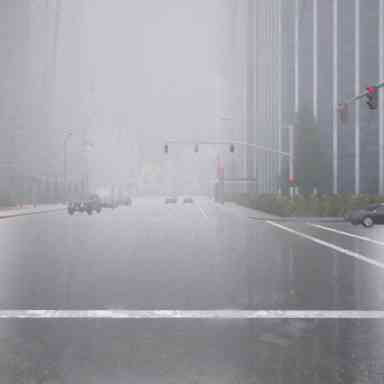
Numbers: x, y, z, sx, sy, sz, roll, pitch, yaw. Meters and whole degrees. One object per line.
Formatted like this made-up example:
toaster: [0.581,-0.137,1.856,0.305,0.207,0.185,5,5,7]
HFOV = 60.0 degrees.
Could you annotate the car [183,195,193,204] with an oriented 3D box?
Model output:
car: [-0.753,1.523,65.229,1.812,1.442,4.674,0,0,0]

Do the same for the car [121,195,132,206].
car: [-11.250,1.350,54.511,2.097,1.767,4.553,0,0,-1]

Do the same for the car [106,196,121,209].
car: [-11.176,1.562,44.305,1.994,1.385,4.181,0,0,-1]

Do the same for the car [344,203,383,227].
car: [12.630,1.504,21.969,4.892,1.490,1.837,0,0,0]

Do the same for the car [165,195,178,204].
car: [-4.133,1.523,64.230,1.812,1.442,4.674,0,0,0]

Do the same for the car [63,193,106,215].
car: [-11.090,1.220,34.775,2.150,2.045,5.566,0,0,-1]

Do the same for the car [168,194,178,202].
car: [-4.335,1.352,75.241,2.097,1.767,4.553,0,0,0]

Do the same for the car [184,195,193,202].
car: [-0.840,1.384,75.480,1.882,1.535,5.008,0,0,0]

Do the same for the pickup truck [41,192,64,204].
pickup truck: [-24.330,1.057,59.926,2.390,2.098,6.274,0,0,30]
